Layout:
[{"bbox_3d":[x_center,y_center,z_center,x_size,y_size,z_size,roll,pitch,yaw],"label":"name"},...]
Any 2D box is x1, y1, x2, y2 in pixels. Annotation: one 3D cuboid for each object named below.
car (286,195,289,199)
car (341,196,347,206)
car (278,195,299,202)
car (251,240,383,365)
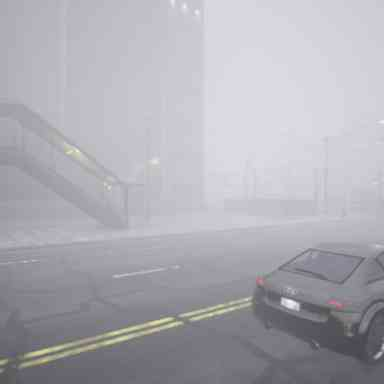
[{"bbox_3d":[17.049,1.488,56.667,4.193,1.474,1.816,0,0,-36],"label":"car"},{"bbox_3d":[21.523,1.337,50.525,4.553,1.767,2.185,0,0,-36],"label":"car"},{"bbox_3d":[22.635,1.511,77.731,4.786,1.482,2.161,0,0,-36],"label":"car"},{"bbox_3d":[3.036,1.574,5.912,4.181,1.385,1.994,0,0,-35],"label":"car"}]
